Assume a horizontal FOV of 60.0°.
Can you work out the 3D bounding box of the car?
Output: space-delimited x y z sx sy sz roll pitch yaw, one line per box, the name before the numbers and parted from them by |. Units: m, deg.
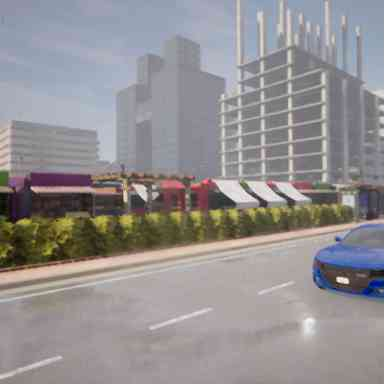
car | 4.972 1.545 8.487 5.008 1.535 1.882 0 -1 -41
